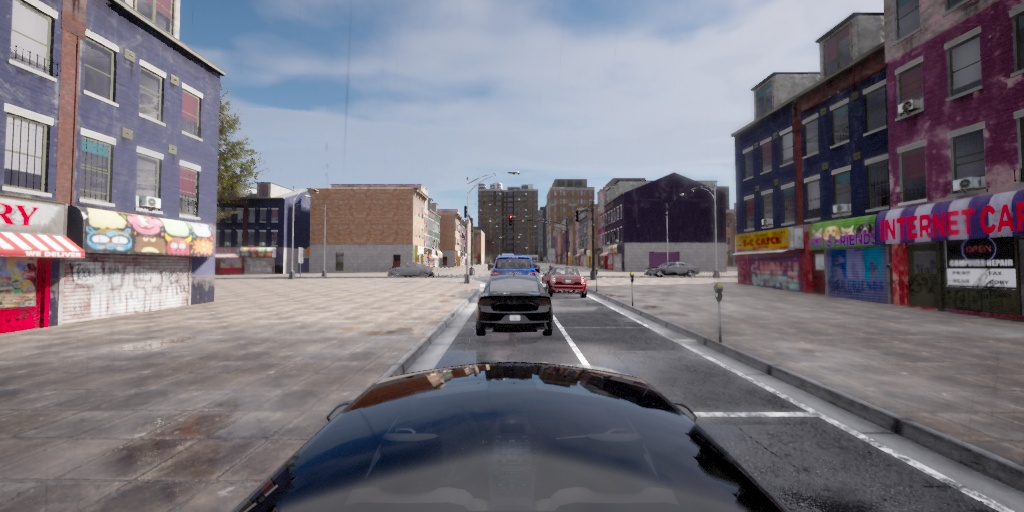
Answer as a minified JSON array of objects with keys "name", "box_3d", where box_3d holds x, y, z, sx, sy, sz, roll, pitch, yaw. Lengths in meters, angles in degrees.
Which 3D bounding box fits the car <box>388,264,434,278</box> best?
[{"name":"car","box_3d":[-9.462,1.422,33.723,4.181,1.385,1.994,0,-2,0]}]

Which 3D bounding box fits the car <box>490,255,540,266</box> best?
[{"name":"car","box_3d":[0.069,0.991,18.068,2.150,2.045,5.566,0,0,0]}]

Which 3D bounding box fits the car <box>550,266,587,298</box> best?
[{"name":"car","box_3d":[2.616,1.210,18.755,1.967,1.591,4.097,0,0,0]}]

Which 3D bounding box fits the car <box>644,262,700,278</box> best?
[{"name":"car","box_3d":[14.950,1.314,33.599,4.902,1.511,2.128,0,-2,0]}]

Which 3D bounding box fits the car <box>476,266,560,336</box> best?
[{"name":"car","box_3d":[0.036,1.235,10.499,1.882,1.535,5.008,0,0,-1]}]
